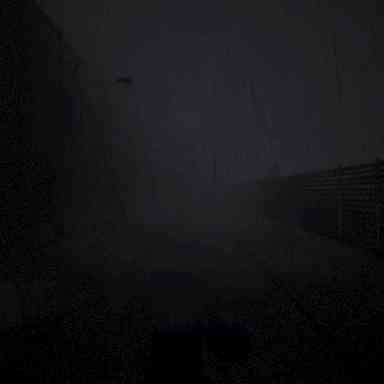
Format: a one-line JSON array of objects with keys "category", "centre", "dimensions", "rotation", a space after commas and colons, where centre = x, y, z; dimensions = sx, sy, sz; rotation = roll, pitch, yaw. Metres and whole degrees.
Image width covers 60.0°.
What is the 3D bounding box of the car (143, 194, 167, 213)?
[{"category": "car", "centre": [-4.094, 1.233, 37.448], "dimensions": [2.150, 2.045, 5.566], "rotation": [0, 0, 0]}]
